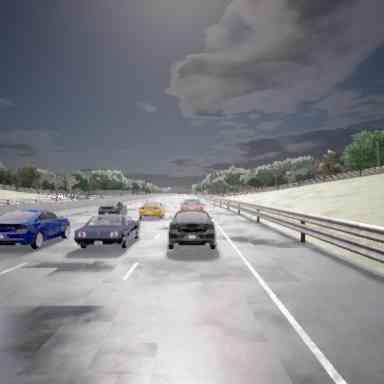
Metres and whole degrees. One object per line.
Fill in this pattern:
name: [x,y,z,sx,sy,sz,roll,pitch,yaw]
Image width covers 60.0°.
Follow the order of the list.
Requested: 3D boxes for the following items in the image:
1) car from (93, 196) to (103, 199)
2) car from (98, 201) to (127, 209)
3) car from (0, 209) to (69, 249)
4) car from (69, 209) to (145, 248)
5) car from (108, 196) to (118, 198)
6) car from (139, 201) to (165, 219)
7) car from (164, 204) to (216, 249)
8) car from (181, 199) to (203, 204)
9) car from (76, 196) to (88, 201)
car: [-21.773,1.660,76.824,1.812,1.442,4.674,0,0,-1]
car: [-7.000,1.562,29.657,1.837,1.490,4.892,0,0,0]
car: [-7.000,1.498,14.653,1.882,1.535,5.008,0,0,0]
car: [-3.500,1.629,14.683,1.895,1.301,4.718,0,0,0]
car: [-18.274,1.616,76.909,1.882,1.535,5.008,0,0,-1]
car: [-3.500,1.531,29.657,1.882,1.535,5.008,0,0,0]
car: [0.000,1.498,14.653,1.882,1.535,5.008,0,0,0]
car: [0.000,1.412,29.627,2.097,1.767,4.553,0,0,0]
car: [-25.272,1.658,76.739,1.812,1.442,4.674,0,0,-1]
